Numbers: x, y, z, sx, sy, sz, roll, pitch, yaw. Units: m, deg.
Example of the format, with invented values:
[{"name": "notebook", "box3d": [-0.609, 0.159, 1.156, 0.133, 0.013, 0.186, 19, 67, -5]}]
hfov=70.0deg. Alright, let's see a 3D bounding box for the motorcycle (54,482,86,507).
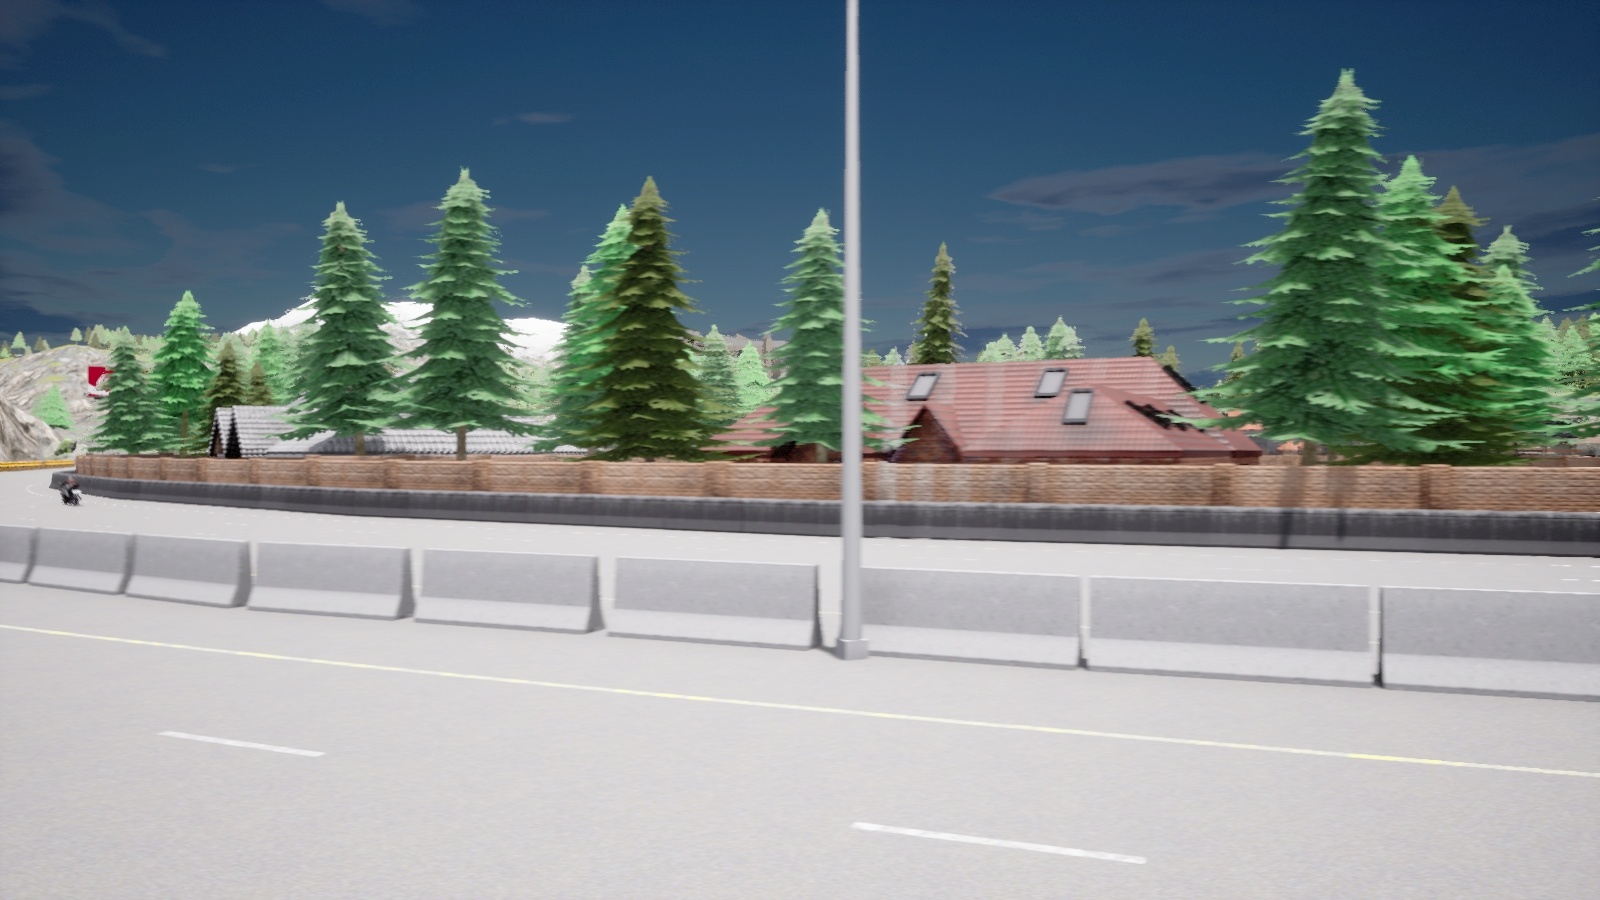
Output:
[{"name": "motorcycle", "box3d": [-37.463, 2.264, 58.634, 2.209, 1.251, 0.867, 0, -1, 43]}]
